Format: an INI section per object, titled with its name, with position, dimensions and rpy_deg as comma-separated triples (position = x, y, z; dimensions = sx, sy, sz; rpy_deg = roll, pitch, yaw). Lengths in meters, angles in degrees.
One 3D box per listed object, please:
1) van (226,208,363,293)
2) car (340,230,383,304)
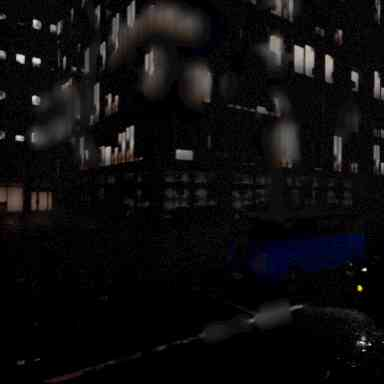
[van]
position = 2.732, 1.326, 8.523
dimensions = 3.998, 1.788, 1.690
rpy_deg = 0, 1, -35
[car]
position = 5.292, 1.555, 6.998
dimensions = 4.181, 1.385, 1.994
rpy_deg = 0, 0, -34
